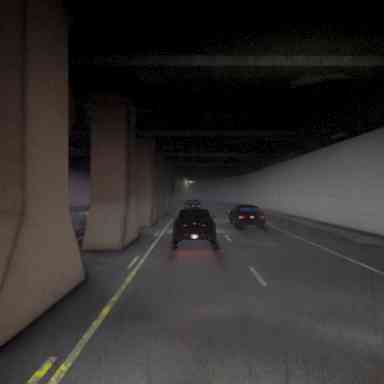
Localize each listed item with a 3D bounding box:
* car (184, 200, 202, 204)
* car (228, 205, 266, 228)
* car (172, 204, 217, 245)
[{"bbox_3d":[0.106,1.563,37.509,2.033,1.411,5.357,0,0,0],"label":"car"},{"bbox_3d":[3.603,1.557,22.502,2.033,1.411,5.357,0,0,0],"label":"car"},{"bbox_3d":[0.103,1.511,15.633,1.837,1.490,4.892,0,0,0],"label":"car"}]
